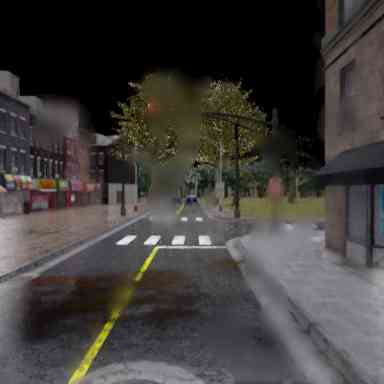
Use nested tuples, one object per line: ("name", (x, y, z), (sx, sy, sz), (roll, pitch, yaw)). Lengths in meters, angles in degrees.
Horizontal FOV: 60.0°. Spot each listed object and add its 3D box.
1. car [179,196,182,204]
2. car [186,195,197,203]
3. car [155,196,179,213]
("car", (-2.833, 1.394, 60.632), (2.033, 1.411, 5.357), (0, 0, 0))
("car", (-0.105, 1.318, 64.030), (1.882, 1.535, 5.008), (0, 0, -2))
("car", (-2.883, 1.378, 35.861), (2.128, 1.511, 4.902), (0, 0, 0))
